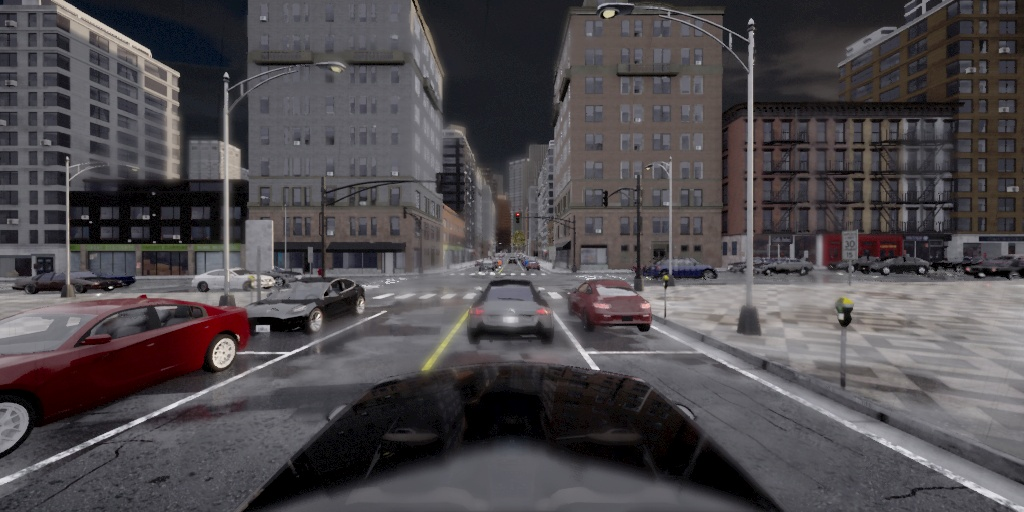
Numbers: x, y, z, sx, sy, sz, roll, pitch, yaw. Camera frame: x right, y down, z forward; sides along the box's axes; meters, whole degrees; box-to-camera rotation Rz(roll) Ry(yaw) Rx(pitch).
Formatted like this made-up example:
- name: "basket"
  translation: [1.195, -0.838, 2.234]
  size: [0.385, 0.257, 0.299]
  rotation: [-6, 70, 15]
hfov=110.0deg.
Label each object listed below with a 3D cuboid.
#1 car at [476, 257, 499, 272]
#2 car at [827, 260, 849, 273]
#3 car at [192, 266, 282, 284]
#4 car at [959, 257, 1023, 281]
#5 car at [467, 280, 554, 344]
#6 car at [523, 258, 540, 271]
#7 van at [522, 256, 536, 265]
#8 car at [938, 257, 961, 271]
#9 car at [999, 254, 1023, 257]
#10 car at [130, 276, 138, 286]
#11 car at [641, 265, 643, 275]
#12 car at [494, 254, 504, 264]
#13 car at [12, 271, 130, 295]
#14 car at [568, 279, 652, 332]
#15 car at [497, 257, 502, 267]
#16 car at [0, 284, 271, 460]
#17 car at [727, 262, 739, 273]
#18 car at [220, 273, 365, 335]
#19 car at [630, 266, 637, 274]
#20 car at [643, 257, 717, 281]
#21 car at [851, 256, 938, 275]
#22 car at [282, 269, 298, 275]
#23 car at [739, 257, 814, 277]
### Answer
- name: "car"
  translation: [-3.073, 1.208, 45.563]
  size: [1.812, 1.442, 4.674]
  rotation: [0, 0, 2]
- name: "car"
  translation: [31.992, 0.752, 33.144]
  size: [4.892, 1.490, 1.837]
  rotation: [-1, 0, 0]
- name: "car"
  translation: [-17.898, 1.520, 23.111]
  size: [4.674, 1.442, 1.812]
  rotation: [-1, 0, 0]
- name: "car"
  translation: [32.609, 0.890, 23.201]
  size: [4.718, 1.301, 1.895]
  rotation: [-1, 0, 0]
- name: "car"
  translation: [-0.035, 1.313, 9.562]
  size: [1.994, 1.385, 4.181]
  rotation: [0, 0, 0]
- name: "car"
  translation: [2.793, 1.258, 47.772]
  size: [1.802, 1.307, 4.207]
  rotation: [0, 0, 0]
- name: "van"
  translation: [2.811, 1.000, 53.324]
  size: [1.690, 1.789, 3.998]
  rotation: [0, 0, 0]
- name: "car"
  translation: [41.788, 0.716, 33.133]
  size: [4.718, 1.301, 1.895]
  rotation: [-1, 0, 0]
- name: "car"
  translation: [41.878, 0.608, 29.881]
  size: [5.008, 1.535, 1.882]
  rotation: [-1, 0, 0]
- name: "car"
  translation: [-30.711, 1.741, 26.337]
  size: [4.718, 1.301, 1.895]
  rotation: [-1, 0, 0]
- name: "car"
  translation: [13.332, 0.876, 29.865]
  size: [4.553, 1.767, 2.097]
  rotation: [-1, 0, 0]
- name: "car"
  translation: [-2.970, 0.970, 65.122]
  size: [2.097, 1.767, 4.553]
  rotation: [0, 0, 1]
- name: "car"
  translation: [-28.528, 1.677, 23.090]
  size: [5.357, 1.411, 2.033]
  rotation: [-1, 0, 0]
- name: "car"
  translation: [2.719, 1.330, 10.560]
  size: [1.802, 1.307, 4.207]
  rotation: [0, 0, 0]
- name: "car"
  translation: [-3.039, 1.201, 55.213]
  size: [2.033, 1.411, 5.357]
  rotation: [0, 0, 0]
- name: "car"
  translation: [-5.776, 1.295, 4.872]
  size: [1.888, 1.381, 4.507]
  rotation: [0, 0, 0]
- name: "car"
  translation: [22.521, 0.869, 33.132]
  size: [4.902, 1.511, 2.128]
  rotation: [-1, 0, 0]
- name: "car"
  translation: [-5.806, 1.314, 10.516]
  size: [1.948, 1.339, 4.313]
  rotation: [0, 0, 0]
- name: "car"
  translation: [13.480, 1.106, 33.117]
  size: [4.718, 1.301, 1.895]
  rotation: [-1, 0, 0]
- name: "car"
  translation: [12.536, 0.905, 26.415]
  size: [4.553, 1.767, 2.097]
  rotation: [-1, 0, 0]
- name: "car"
  translation: [31.751, 0.772, 29.892]
  size: [4.892, 1.490, 1.837]
  rotation: [-1, 0, 0]
- name: "car"
  translation: [-17.997, 1.471, 26.407]
  size: [4.902, 1.511, 2.128]
  rotation: [-1, 0, 4]
- name: "car"
  translation: [22.285, 0.889, 29.881]
  size: [4.902, 1.511, 2.128]
  rotation: [-1, 0, 0]
